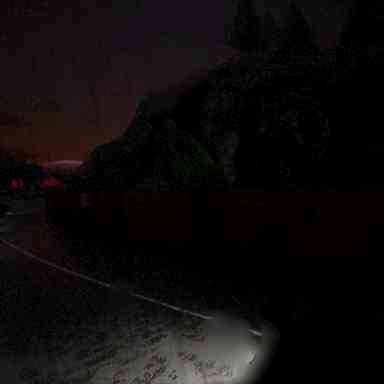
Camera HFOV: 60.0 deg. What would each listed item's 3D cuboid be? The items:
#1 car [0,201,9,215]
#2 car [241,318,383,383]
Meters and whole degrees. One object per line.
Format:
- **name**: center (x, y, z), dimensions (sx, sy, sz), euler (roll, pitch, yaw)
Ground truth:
- **car**: center (-18.778, 1.499, 31.333), dimensions (2.033, 1.411, 5.357), euler (0, 0, -18)
- **car**: center (2.936, 1.567, 1.941), dimensions (5.357, 1.411, 2.033), euler (0, 0, 35)
